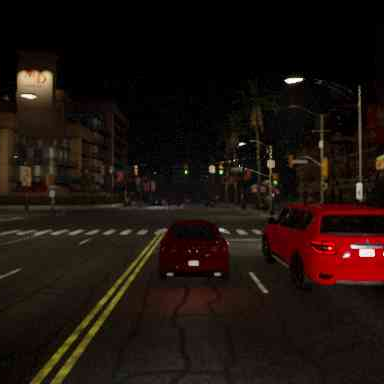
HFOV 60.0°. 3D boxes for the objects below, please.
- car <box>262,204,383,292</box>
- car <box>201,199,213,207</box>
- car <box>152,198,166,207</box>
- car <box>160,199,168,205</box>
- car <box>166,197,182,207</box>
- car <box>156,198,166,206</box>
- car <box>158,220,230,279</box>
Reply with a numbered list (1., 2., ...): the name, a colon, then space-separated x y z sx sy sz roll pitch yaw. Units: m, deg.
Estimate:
1. car: 3.542 1.338 9.404 2.150 2.045 5.566 0 0 0
2. car: 3.341 2.419 68.320 1.895 1.301 4.718 0 -1 0
3. car: -7.266 2.392 69.961 1.994 1.385 4.181 0 -1 0
4. car: -7.337 2.560 88.397 1.837 1.490 4.892 0 -1 0
5. car: -3.769 2.073 70.733 2.150 2.045 5.566 0 -1 0
6. car: -7.298 2.295 78.335 2.097 1.767 4.553 0 -1 0
7. car: 0.045 1.605 10.538 1.882 1.535 5.008 0 -1 0
